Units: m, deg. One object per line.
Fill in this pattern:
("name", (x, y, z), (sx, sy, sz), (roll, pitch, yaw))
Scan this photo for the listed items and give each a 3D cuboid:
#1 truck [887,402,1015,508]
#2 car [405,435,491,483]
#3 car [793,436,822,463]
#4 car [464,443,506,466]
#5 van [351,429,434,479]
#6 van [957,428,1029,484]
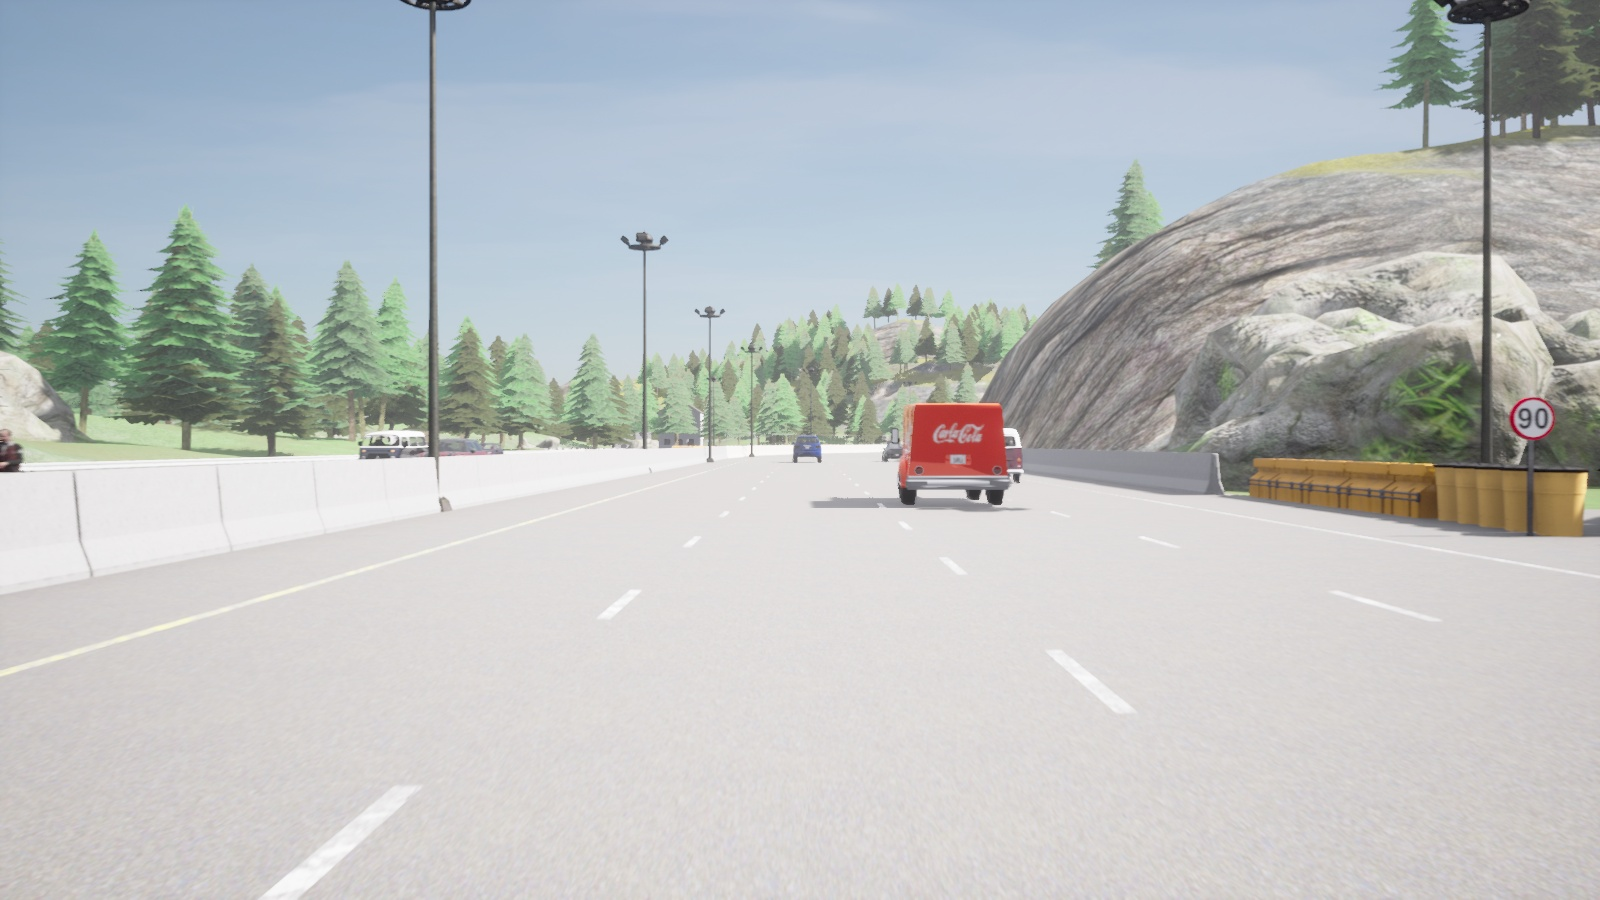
("truck", (3.697, 0.088, 31.864), (2.627, 2.467, 5.204), (0, 1, 0))
("car", (-13.705, 0.317, 49.166), (2.097, 1.767, 4.553), (0, 0, 0))
("car", (0.570, -0.084, 97.510), (2.150, 2.045, 5.566), (0, 0, 0))
("car", (-20.519, 0.282, 81.928), (1.845, 1.501, 3.633), (0, 0, 0))
("van", (-17.182, 0.156, 53.189), (2.069, 2.038, 4.480), (0, 0, 0))
("van", (7.288, 0.206, 47.888), (2.069, 2.038, 4.480), (0, 0, 0))
